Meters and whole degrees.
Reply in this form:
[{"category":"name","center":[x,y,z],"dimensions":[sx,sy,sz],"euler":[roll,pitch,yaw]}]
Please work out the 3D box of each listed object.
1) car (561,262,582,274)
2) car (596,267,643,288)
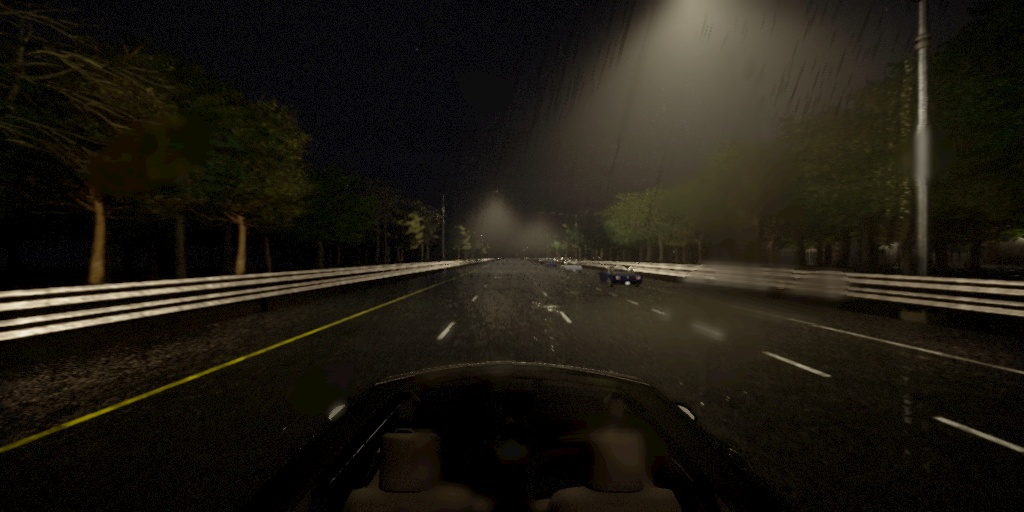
[{"category":"car","center":[7.014,1.386,42.813],"dimensions":[1.895,1.301,4.718],"euler":[0,0,0]},{"category":"car","center":[6.993,1.362,23.898],"dimensions":[1.895,1.301,4.718],"euler":[0,0,0]}]
